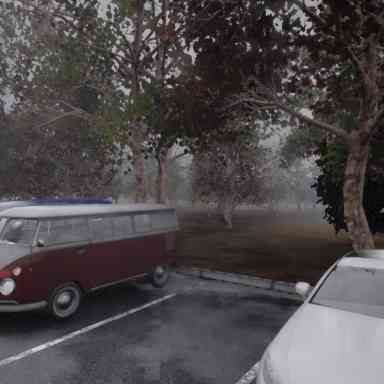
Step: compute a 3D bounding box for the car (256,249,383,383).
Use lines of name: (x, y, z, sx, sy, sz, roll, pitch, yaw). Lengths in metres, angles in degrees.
car: (2.414, 1.520, 4.042, 2.002, 1.452, 4.674, 0, 0, 36)

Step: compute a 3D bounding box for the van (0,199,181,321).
van: (-2.183, 1.255, 7.188, 1.878, 1.987, 4.442, 0, 0, 36)
